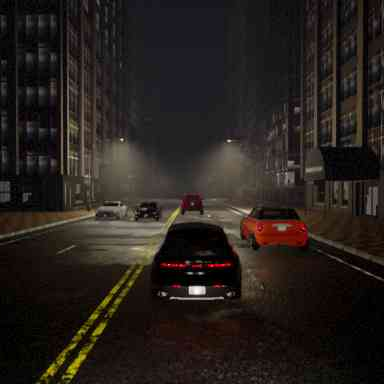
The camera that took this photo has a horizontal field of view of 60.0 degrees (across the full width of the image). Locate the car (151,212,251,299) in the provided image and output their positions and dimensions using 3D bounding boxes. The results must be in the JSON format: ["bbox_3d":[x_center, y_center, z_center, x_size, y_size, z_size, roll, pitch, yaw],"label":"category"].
[{"bbox_3d":[0.083,1.503,8.395,1.837,1.490,4.892,0,0,0],"label":"car"}]

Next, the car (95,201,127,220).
[{"bbox_3d":[-6.626,1.507,27.743,1.812,1.442,4.674,0,0,0],"label":"car"}]

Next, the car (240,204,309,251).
[{"bbox_3d":[3.306,1.345,14.178,2.097,1.767,4.553,0,0,1],"label":"car"}]

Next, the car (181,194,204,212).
[{"bbox_3d":[0.036,1.197,33.714,2.150,2.045,5.566,0,0,0],"label":"car"}]

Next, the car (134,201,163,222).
[{"bbox_3d":[-3.379,1.489,26.616,1.837,1.490,4.892,0,0,0],"label":"car"}]
